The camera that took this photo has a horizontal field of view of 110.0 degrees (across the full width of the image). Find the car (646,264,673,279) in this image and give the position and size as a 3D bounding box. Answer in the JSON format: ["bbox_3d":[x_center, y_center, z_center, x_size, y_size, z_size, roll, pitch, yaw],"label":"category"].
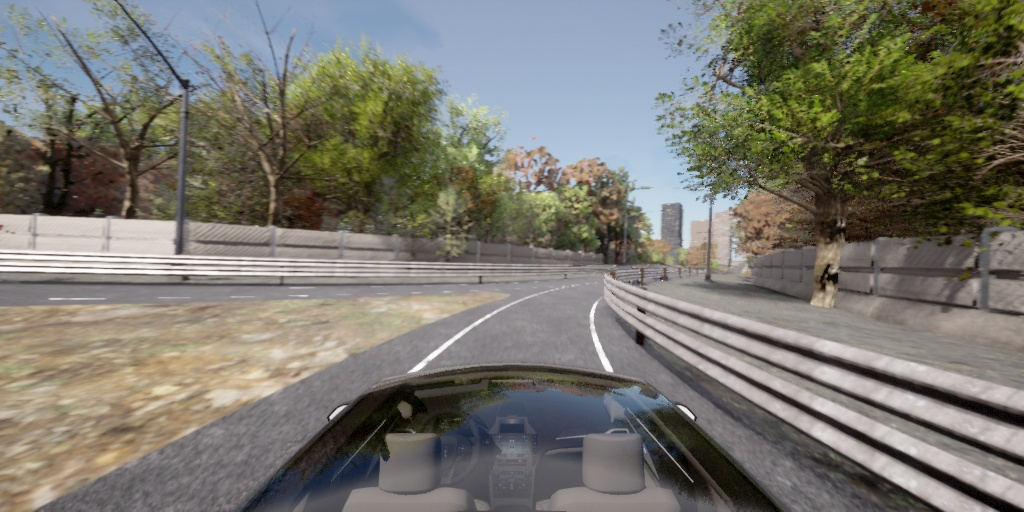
[{"bbox_3d":[17.569,1.821,43.448,2.097,1.767,4.553,2,0,34],"label":"car"}]

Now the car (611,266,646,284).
[{"bbox_3d":[10.211,1.672,32.237,1.837,1.490,4.892,2,0,33],"label":"car"}]
